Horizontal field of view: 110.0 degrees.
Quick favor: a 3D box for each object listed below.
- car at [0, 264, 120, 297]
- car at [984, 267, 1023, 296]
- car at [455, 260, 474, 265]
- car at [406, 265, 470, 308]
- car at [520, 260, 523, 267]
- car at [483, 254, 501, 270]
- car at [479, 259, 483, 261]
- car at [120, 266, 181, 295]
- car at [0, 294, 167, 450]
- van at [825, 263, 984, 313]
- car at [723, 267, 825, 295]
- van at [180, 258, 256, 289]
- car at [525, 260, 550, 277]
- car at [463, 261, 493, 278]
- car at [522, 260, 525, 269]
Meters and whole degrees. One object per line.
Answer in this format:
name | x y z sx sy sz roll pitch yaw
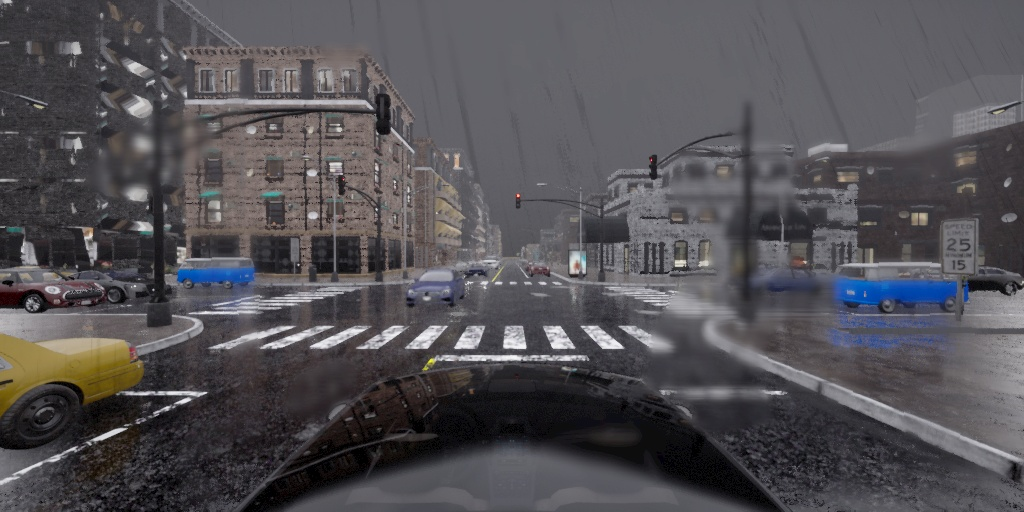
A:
car | -17.738 1.190 13.251 4.097 1.591 1.967 0 0 -1
car | 24.410 1.290 19.408 4.902 1.511 2.128 0 0 0
car | -5.746 1.310 40.894 2.007 1.370 4.403 0 0 0
car | -3.117 1.285 15.447 1.812 1.442 4.674 0 0 0
car | 2.618 1.320 52.312 2.007 1.370 4.403 0 0 0
car | -3.167 0.991 52.517 2.150 2.045 5.566 0 0 0
car | -5.762 1.320 52.288 2.007 1.370 4.403 0 0 0
car | -17.753 1.295 15.835 4.181 1.385 1.994 0 0 -1
car | -5.692 1.275 2.573 1.751 1.417 4.829 0 0 0
van | 14.639 1.156 13.538 3.998 1.789 1.690 0 0 -1
car | 14.485 1.320 19.324 5.357 1.411 2.033 0 0 -1
van | -17.793 1.030 21.632 3.998 1.789 1.690 0 0 -1
car | 2.643 1.195 35.222 1.967 1.591 4.097 0 0 0
car | -3.146 1.355 33.635 1.895 1.301 4.718 0 0 0
car | 2.626 1.347 46.615 1.802 1.307 4.207 0 0 0
